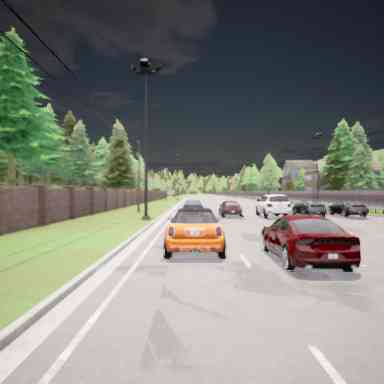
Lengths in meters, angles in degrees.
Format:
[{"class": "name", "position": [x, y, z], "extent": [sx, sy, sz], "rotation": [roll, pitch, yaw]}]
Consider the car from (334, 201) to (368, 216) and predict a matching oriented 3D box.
[{"class": "car", "position": [14.098, 1.520, 30.327], "extent": [2.128, 1.511, 4.902], "rotation": [0, 0, 0]}]

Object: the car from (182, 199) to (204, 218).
[{"class": "car", "position": [0.097, 1.508, 31.953], "extent": [1.882, 1.535, 5.008], "rotation": [0, 0, 0]}]

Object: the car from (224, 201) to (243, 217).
[{"class": "car", "position": [3.598, 1.555, 31.410], "extent": [1.812, 1.442, 4.674], "rotation": [0, 0, 0]}]

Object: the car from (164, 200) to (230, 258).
[{"class": "car", "position": [0.098, 1.363, 12.977], "extent": [2.097, 1.767, 4.553], "rotation": [0, 0, 0]}]

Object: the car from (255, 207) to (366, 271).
[{"class": "car", "position": [3.599, 1.488, 10.952], "extent": [1.882, 1.535, 5.008], "rotation": [0, 0, 0]}]

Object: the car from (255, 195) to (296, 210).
[{"class": "car", "position": [7.098, 1.249, 29.518], "extent": [2.150, 2.045, 5.566], "rotation": [0, 0, 0]}]

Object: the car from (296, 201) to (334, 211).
[{"class": "car", "position": [10.598, 1.520, 30.331], "extent": [2.128, 1.511, 4.902], "rotation": [0, 0, 0]}]
